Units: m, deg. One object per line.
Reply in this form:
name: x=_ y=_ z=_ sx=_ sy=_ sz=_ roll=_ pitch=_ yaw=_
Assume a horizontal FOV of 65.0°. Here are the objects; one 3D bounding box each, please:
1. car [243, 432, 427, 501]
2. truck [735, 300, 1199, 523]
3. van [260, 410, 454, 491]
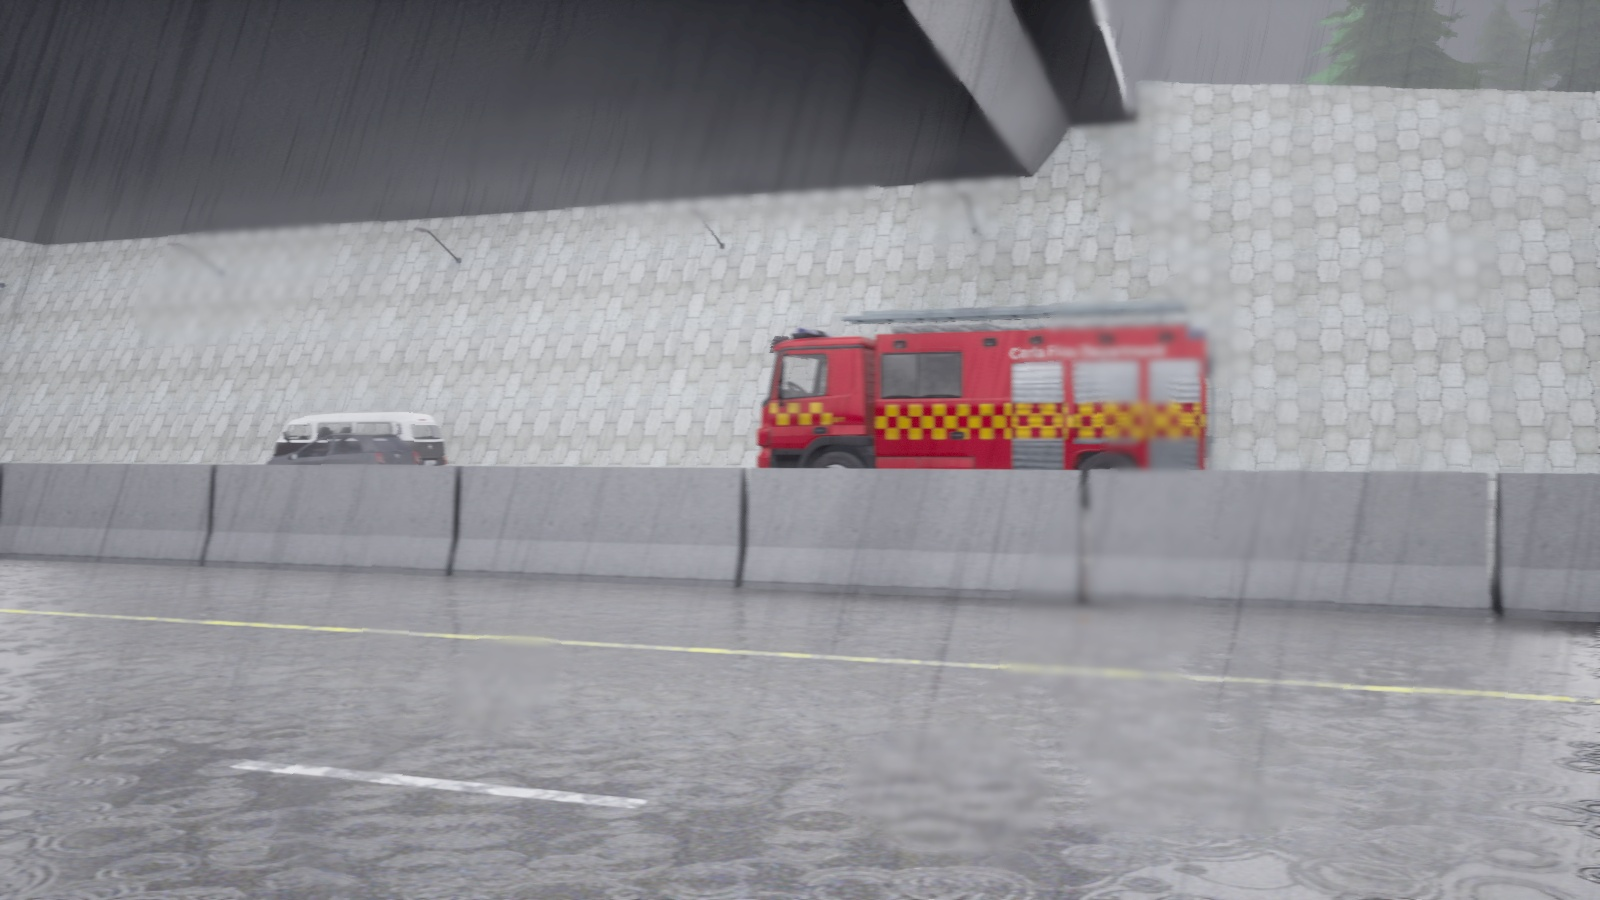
car: x=-10.694 y=0.337 z=28.946 sx=3.633 sy=1.501 sz=1.845 roll=1 pitch=1 yaw=19
truck: x=3.221 y=-0.714 z=24.247 sx=8.468 sy=3.827 sz=2.891 roll=1 pitch=1 yaw=19
van: x=-11.601 y=-0.021 z=32.939 sx=4.480 sy=2.038 sz=2.069 roll=1 pitch=1 yaw=19
